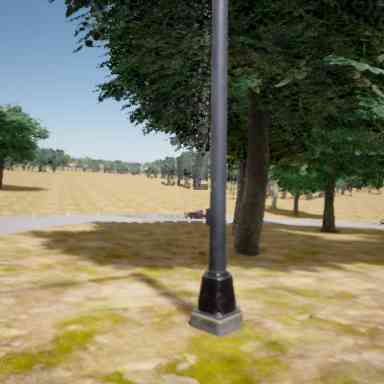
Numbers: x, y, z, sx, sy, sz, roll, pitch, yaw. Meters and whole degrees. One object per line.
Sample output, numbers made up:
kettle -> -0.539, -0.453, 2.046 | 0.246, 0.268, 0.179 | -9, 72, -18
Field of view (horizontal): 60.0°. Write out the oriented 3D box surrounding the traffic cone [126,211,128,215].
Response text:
traffic cone -> -9.705, 3.144, 49.839 | 0.340, 0.580, 0.340 | 6, 1, 39

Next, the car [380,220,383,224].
car -> 45.074, 6.643, 75.347 | 4.892, 1.490, 1.837 | 3, 2, -16

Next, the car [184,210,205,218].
car -> 1.047, 3.748, 56.047 | 4.718, 1.301, 1.895 | 5, 2, -31

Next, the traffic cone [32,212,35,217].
traffic cone -> -16.893, 2.369, 35.494 | 0.340, 0.580, 0.340 | 5, -1, 14
